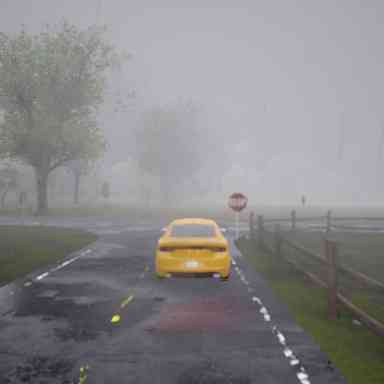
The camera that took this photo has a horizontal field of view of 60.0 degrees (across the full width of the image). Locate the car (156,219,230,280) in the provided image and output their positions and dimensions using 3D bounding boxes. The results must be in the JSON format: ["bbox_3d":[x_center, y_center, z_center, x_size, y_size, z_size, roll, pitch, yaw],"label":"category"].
[{"bbox_3d":[0.054,1.559,10.262,1.882,1.535,5.008,0,0,1],"label":"car"}]
